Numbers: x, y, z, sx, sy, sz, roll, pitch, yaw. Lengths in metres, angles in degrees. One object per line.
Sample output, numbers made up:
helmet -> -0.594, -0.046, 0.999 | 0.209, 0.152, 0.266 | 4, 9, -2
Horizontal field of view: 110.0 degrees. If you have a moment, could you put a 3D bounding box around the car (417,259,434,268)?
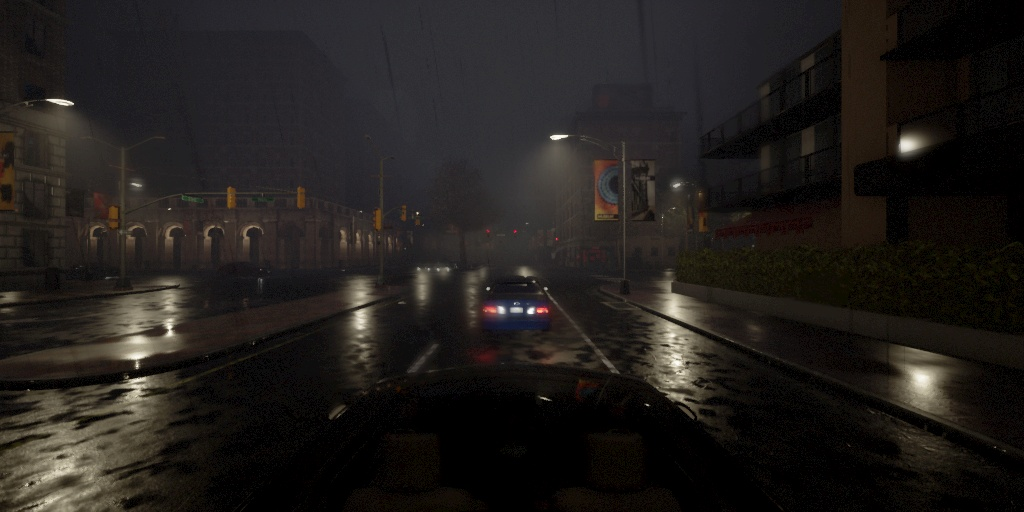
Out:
car -> -14.518, 1.228, 61.808 | 1.882, 1.535, 5.008 | 0, 0, 1

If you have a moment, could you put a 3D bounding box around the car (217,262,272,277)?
car -> -25.767, 1.275, 34.572 | 4.674, 1.442, 1.812 | 0, 0, 0

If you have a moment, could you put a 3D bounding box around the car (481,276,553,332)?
car -> 0.146, 1.297, 10.789 | 2.033, 1.411, 5.357 | 0, 0, 1

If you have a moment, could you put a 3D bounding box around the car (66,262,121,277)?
car -> -40.362, 1.314, 34.636 | 4.181, 1.385, 1.994 | 0, 0, 0

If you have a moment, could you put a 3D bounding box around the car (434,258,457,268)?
car -> -11.052, 1.102, 59.739 | 2.097, 1.767, 4.553 | 0, 0, 1
